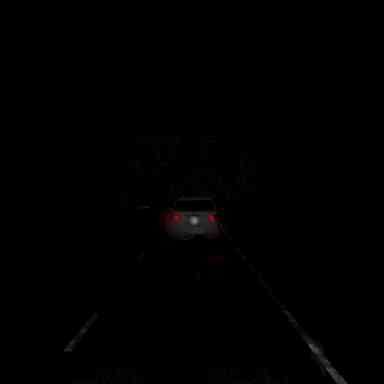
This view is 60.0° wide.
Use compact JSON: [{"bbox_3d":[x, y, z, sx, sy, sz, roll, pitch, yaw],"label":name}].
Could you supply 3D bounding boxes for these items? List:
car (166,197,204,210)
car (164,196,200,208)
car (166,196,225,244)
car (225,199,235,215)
[{"bbox_3d":[-0.783,1.438,41.881,2.033,1.411,5.357,0,0,35],"label":"car"},{"bbox_3d":[-1.366,1.357,46.468,5.008,1.535,1.882,0,0,-44],"label":"car"},{"bbox_3d":[0.143,1.180,15.723,2.150,2.045,5.566,0,0,1],"label":"car"},{"bbox_3d":[3.004,1.439,32.898,1.812,1.442,4.674,0,0,19],"label":"car"}]
